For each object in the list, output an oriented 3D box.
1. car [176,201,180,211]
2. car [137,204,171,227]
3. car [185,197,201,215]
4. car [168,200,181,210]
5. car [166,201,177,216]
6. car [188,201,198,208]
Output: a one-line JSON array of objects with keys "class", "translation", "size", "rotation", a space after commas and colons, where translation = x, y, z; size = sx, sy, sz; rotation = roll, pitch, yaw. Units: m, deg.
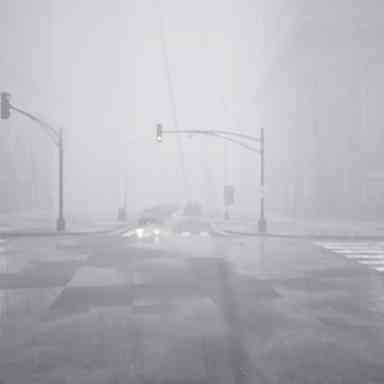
[{"class": "car", "translation": [-3.054, 2.179, 46.604], "size": [1.994, 1.385, 4.181], "rotation": [0, -1, 1]}, {"class": "car", "translation": [-3.085, 1.897, 26.450], "size": [2.033, 1.411, 5.357], "rotation": [0, -1, 0]}, {"class": "car", "translation": [0.123, 1.915, 42.641], "size": [2.097, 1.767, 4.553], "rotation": [0, -1, 0]}, {"class": "car", "translation": [-2.995, 2.232, 57.096], "size": [1.882, 1.535, 5.008], "rotation": [0, -1, 1]}, {"class": "car", "translation": [-3.079, 2.029, 36.522], "size": [2.033, 1.411, 5.357], "rotation": [0, -1, 0]}, {"class": "car", "translation": [0.165, 2.426, 65.194], "size": [1.994, 1.385, 4.181], "rotation": [0, -1, 0]}]
